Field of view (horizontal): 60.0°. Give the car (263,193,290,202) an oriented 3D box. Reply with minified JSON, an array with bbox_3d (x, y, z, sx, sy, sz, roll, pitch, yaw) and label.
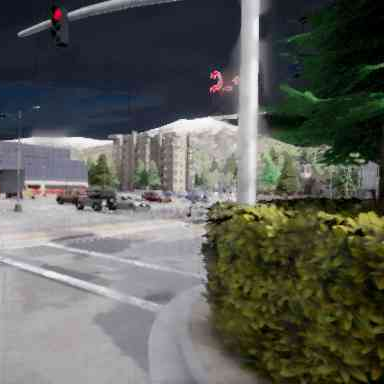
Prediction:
[{"bbox_3d":[15.719,0.967,61.922,4.514,1.523,2.007,2,1,35],"label":"car"}]

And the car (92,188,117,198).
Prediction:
[{"bbox_3d":[-16.375,0.142,61.950,4.605,1.855,1.932,2,1,35],"label":"car"}]

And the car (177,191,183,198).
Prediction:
[{"bbox_3d":[-1.174,0.594,70.281,3.806,1.475,1.970,2,1,35],"label":"car"}]

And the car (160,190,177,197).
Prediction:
[{"bbox_3d":[-5.489,0.415,77.011,3.633,1.501,1.845,2,1,35],"label":"car"}]

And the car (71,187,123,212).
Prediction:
[{"bbox_3d":[-8.309,0.707,29.044,3.866,1.878,1.905,2,1,35],"label":"car"}]

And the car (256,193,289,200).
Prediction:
[{"bbox_3d":[13.942,0.960,59.336,5.027,1.636,2.152,2,1,35],"label":"car"}]

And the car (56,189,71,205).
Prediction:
[{"bbox_3d":[-12.810,0.549,36.284,4.605,1.855,1.932,2,1,35],"label":"car"}]

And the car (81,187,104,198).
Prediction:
[{"bbox_3d":[-17.724,0.132,59.343,3.866,1.878,1.905,2,1,35],"label":"car"}]

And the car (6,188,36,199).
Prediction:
[{"bbox_3d":[-25.147,0.213,48.922,5.027,1.636,2.152,2,1,35],"label":"car"}]

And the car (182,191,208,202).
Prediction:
[{"bbox_3d":[0.822,0.781,54.137,3.633,1.501,1.845,2,1,35],"label":"car"}]

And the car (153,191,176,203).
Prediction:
[{"bbox_3d":[-5.009,0.762,46.021,4.514,1.523,2.007,2,1,35],"label":"car"}]

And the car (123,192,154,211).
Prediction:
[{"bbox_3d":[-5.888,1.004,31.401,3.806,1.475,1.970,2,1,35],"label":"car"}]
